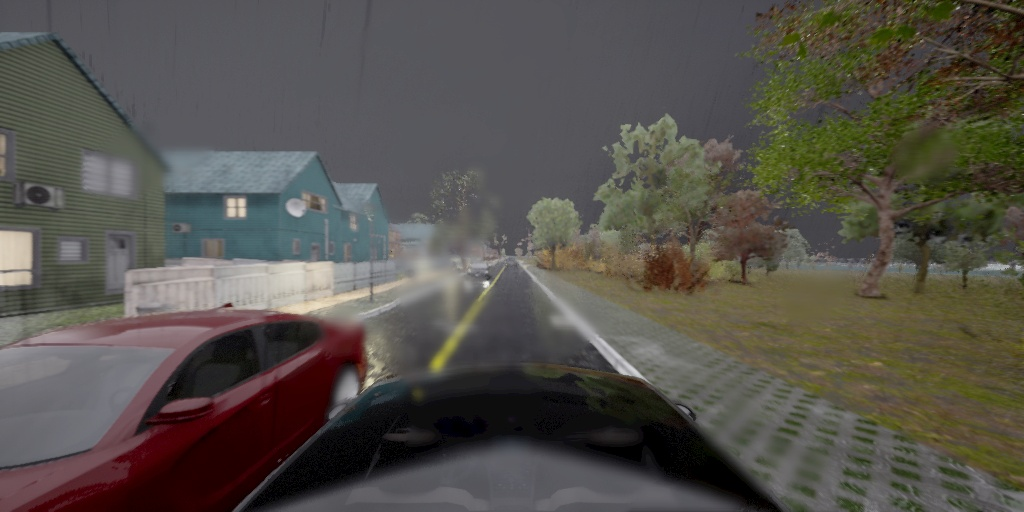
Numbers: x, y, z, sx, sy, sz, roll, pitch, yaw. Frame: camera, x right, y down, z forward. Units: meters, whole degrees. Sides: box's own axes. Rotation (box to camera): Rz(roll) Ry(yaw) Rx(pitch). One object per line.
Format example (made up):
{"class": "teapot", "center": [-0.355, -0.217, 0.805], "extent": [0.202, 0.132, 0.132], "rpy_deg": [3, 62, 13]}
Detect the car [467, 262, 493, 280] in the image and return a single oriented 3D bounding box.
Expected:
{"class": "car", "center": [-2.746, 1.289, 31.288], "extent": [1.812, 1.442, 4.674], "rpy_deg": [0, 0, 0]}

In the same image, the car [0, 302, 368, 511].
{"class": "car", "center": [-2.841, 1.228, 2.757], "extent": [1.882, 1.535, 5.008], "rpy_deg": [0, 0, 0]}

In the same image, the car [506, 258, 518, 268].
{"class": "car", "center": [0.008, 1.253, 63.517], "extent": [2.128, 1.511, 4.902], "rpy_deg": [0, 0, 0]}
